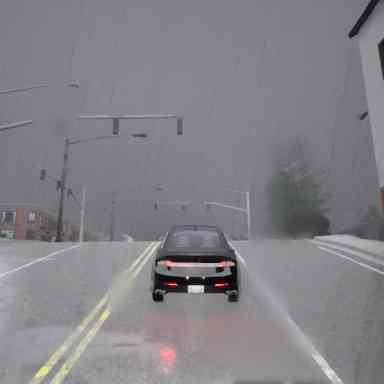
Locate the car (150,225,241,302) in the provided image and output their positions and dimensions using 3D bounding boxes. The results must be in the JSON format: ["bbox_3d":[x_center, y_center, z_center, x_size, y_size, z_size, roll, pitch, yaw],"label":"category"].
[{"bbox_3d":[0.091,1.595,8.524,2.128,1.511,4.902,0,-1,0],"label":"car"}]
